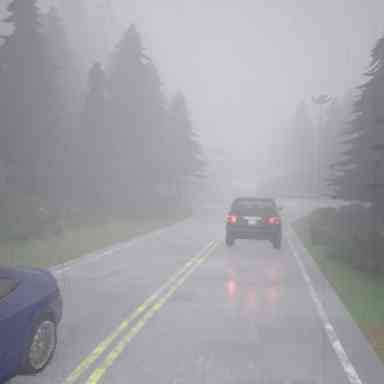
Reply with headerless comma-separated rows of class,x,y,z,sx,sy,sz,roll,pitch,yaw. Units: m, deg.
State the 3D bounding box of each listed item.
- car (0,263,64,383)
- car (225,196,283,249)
car,-2.863,1.470,2.892,1.812,1.442,4.674,1,1,7
car,2.810,1.186,14.769,2.150,2.045,5.566,1,0,13
